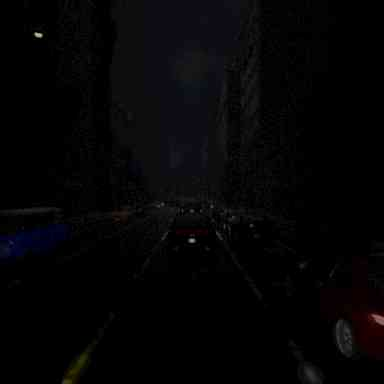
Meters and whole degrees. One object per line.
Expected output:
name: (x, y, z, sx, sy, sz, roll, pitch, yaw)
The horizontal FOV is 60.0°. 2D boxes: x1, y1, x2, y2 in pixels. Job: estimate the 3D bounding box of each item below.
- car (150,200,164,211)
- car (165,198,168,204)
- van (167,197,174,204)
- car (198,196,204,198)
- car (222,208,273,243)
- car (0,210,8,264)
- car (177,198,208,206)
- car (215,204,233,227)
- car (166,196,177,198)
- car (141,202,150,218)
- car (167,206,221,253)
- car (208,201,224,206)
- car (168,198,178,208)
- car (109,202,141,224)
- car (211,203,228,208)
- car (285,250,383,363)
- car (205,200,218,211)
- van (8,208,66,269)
car: (-5.659, 1.977, 49.695, 1.752, 1.417, 4.829, 0, -1, 0)
car: (-5.657, 2.056, 55.390, 2.008, 1.369, 4.403, 0, -1, 0)
van: (-5.652, 2.155, 87.665, 1.690, 1.788, 3.998, 0, -1, 0)
car: (2.873, 2.305, 82.160, 1.887, 1.381, 4.507, 0, -1, 0)
car: (2.860, 1.704, 16.709, 2.008, 1.369, 4.403, 0, -1, 0)
car: (-5.668, 1.368, 5.662, 2.192, 1.841, 5.009, 0, -1, 0)
car: (0.009, 1.614, 29.072, 2.097, 1.767, 4.553, 0, -1, 0)
car: (2.861, 1.754, 22.235, 2.008, 1.369, 4.403, 0, -1, 0)
car: (-5.653, 2.075, 82.165, 2.192, 1.841, 5.009, 0, -1, 0)
car: (-5.662, 1.742, 33.289, 1.967, 1.590, 4.097, 0, -1, 0)
car: (0.010, 1.611, 14.462, 1.882, 1.535, 5.008, 0, 0, 0)
car: (2.863, 1.742, 33.287, 1.967, 1.590, 4.097, 0, -1, 0)
car: (-2.989, 2.154, 60.697, 1.895, 1.301, 4.718, 0, -1, 0)
car: (-5.663, 1.776, 27.593, 1.752, 1.417, 4.829, 0, -1, 0)
car: (2.863, 1.834, 27.760, 1.802, 1.307, 4.206, 0, -1, 0)
car: (2.858, 1.635, 5.657, 1.802, 1.307, 4.206, 0, -1, 0)
car: (2.867, 1.980, 50.033, 1.752, 1.417, 4.829, 0, -1, 0)
van: (-5.664, 1.445, 11.187, 1.690, 1.788, 3.998, 0, -1, 0)
